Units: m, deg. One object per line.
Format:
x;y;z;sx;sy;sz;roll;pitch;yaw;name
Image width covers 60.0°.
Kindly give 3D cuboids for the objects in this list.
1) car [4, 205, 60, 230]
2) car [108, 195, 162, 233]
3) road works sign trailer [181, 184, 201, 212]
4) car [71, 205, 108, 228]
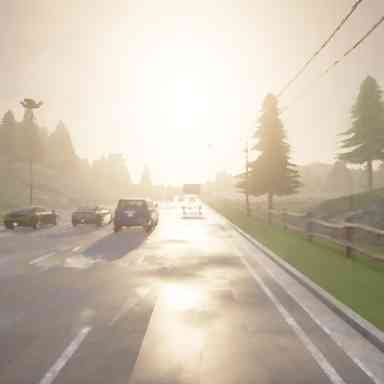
-10.401;1.646;22.011;1.837;1.490;4.892;0;0;0;car
-3.402;1.356;20.980;2.150;2.045;5.566;0;0;0;car
-0.006;0.733;42.426;2.380;3.560;2.880;0;0;0;road works sign trailer
-6.902;1.641;23.424;2.128;1.511;4.902;0;0;0;car
